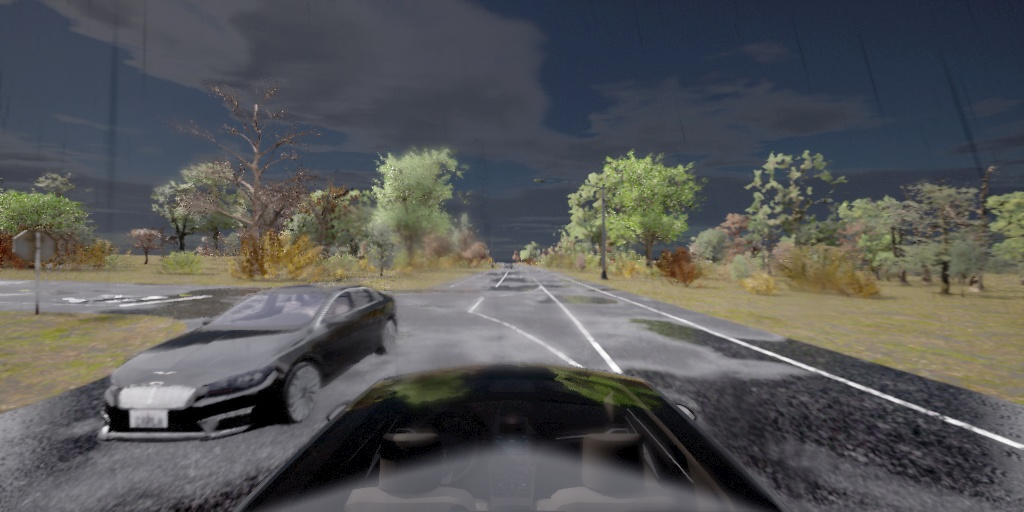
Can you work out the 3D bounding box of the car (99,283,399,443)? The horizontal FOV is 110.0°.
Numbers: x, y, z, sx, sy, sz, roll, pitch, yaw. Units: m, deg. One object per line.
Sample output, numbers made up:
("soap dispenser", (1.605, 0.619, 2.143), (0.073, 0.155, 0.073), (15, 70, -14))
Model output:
("car", (-3.380, 1.241, 5.828), (2.128, 1.511, 4.902), (-1, 1, 1))
